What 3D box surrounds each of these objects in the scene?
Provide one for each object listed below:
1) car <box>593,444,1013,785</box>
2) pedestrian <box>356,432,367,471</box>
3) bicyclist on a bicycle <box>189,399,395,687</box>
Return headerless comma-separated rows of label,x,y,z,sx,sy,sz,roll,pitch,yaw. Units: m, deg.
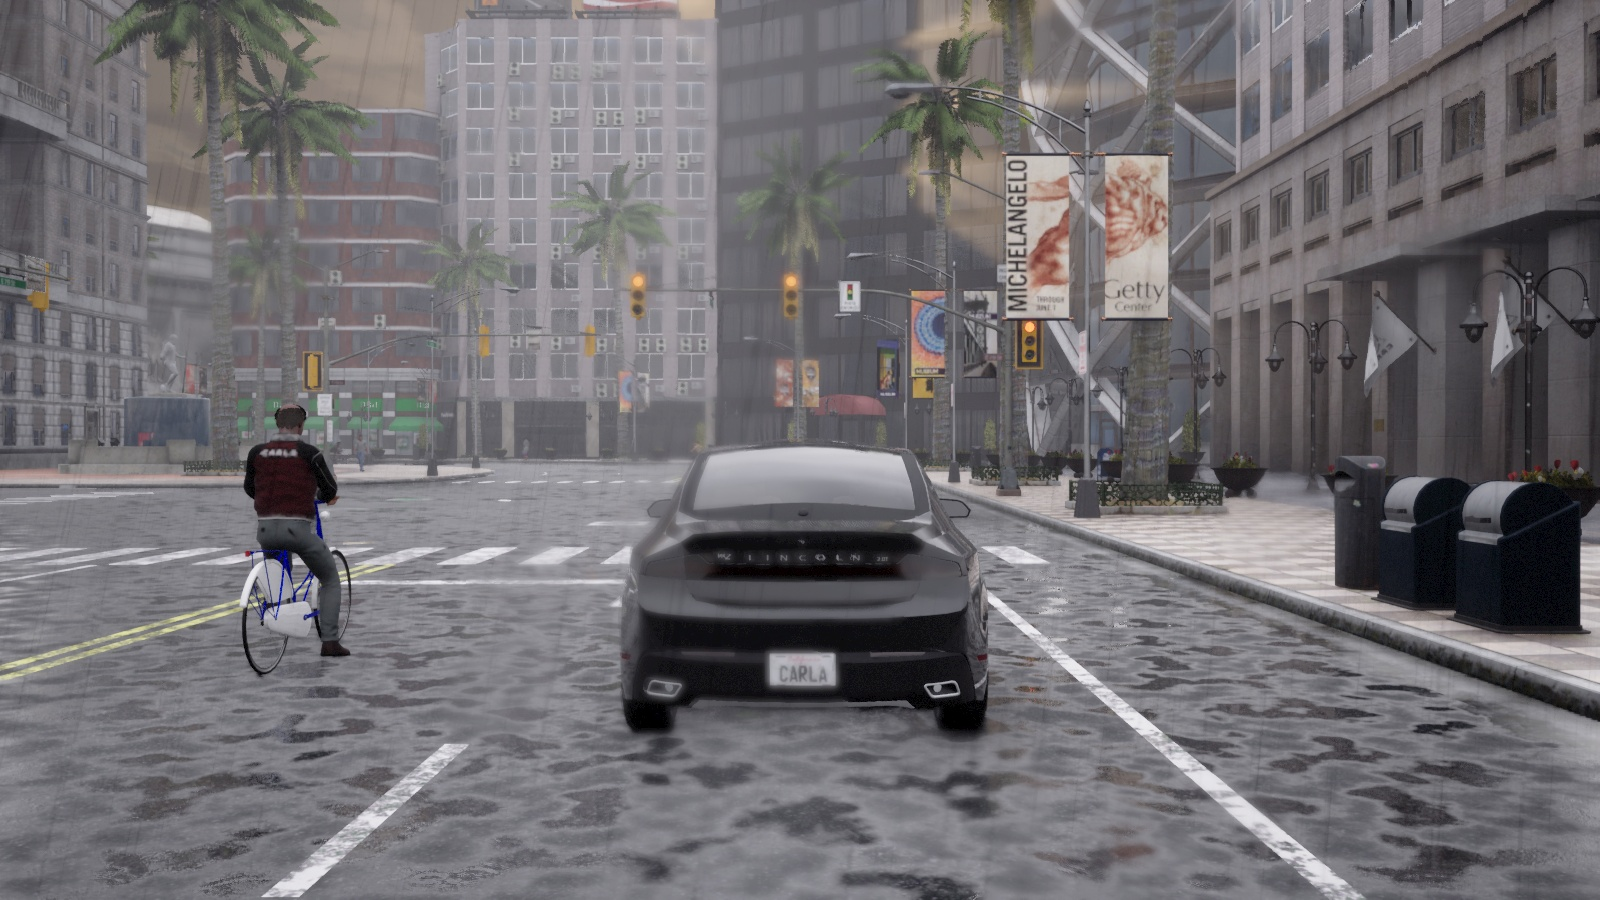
car,0.047,0.707,7.945,1.837,1.490,4.892,0,0,1
pedestrian,-20.568,0.054,58.928,0.354,1.836,0.706,0,0,-10
bicyclist on a bicycle,-3.432,0.565,8.669,0.659,1.776,1.843,0,1,0
